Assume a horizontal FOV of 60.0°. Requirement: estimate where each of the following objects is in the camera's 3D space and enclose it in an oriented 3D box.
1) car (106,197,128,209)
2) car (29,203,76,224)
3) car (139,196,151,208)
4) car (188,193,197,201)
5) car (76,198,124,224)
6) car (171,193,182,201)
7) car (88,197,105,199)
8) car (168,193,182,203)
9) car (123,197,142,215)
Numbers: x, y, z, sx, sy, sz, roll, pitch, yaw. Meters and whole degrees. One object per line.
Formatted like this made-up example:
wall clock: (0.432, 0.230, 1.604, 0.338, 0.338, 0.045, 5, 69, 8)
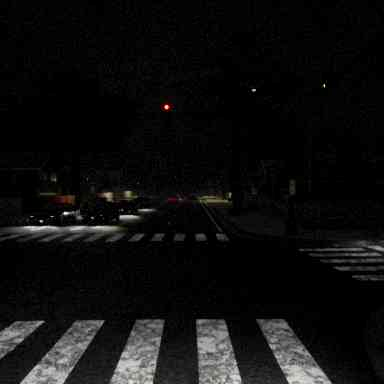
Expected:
car: (-9.817, 1.432, 43.800, 1.895, 1.301, 4.718, 0, 1, 0)
car: (-9.838, 1.511, 24.369, 2.033, 1.411, 5.357, 0, 0, 0)
car: (-6.565, 1.336, 43.747, 1.837, 1.490, 4.892, 0, 1, 0)
car: (0.139, 0.935, 67.041, 1.882, 1.535, 5.008, 0, 1, 0)
car: (-6.586, 1.468, 24.446, 1.837, 1.490, 4.892, 0, 0, 0)
car: (-3.114, 0.937, 67.733, 2.128, 1.511, 4.902, 0, 1, 0)
car: (-9.830, 1.285, 33.753, 2.097, 1.767, 4.553, 0, 0, 0)
car: (-3.120, 1.211, 57.748, 1.895, 1.301, 4.718, 0, 1, 0)
car: (-6.578, 1.499, 33.343, 1.994, 1.385, 4.181, 0, 0, 0)
